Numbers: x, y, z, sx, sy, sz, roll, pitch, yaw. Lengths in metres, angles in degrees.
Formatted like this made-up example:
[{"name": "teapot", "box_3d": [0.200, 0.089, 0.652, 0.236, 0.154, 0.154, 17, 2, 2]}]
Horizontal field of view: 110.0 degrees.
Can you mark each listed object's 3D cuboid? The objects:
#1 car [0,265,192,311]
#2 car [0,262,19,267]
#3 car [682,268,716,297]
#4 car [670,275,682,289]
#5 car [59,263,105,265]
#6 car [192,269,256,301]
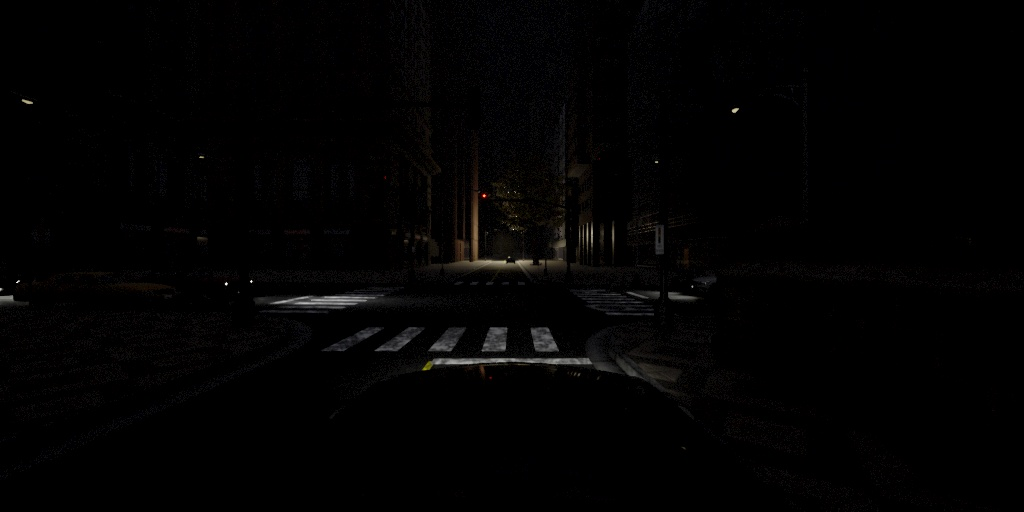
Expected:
[{"name": "car", "box_3d": [-14.975, 1.146, 13.090, 4.829, 1.417, 1.751, 0, 0, 0]}, {"name": "car", "box_3d": [-25.207, 1.060, 15.772, 5.357, 1.411, 2.033, 1, 0, 0]}, {"name": "car", "box_3d": [11.877, 1.356, 18.904, 4.674, 1.442, 1.812, 0, 0, 2]}, {"name": "car", "box_3d": [11.860, 1.381, 21.551, 4.403, 1.370, 2.007, 0, 0, 0]}, {"name": "car", "box_3d": [-26.375, 1.064, 21.643, 4.313, 1.339, 1.948, 0, 0, 0]}, {"name": "car", "box_3d": [-14.114, 1.231, 15.748, 4.718, 1.301, 1.895, 1, 0, 0]}]
